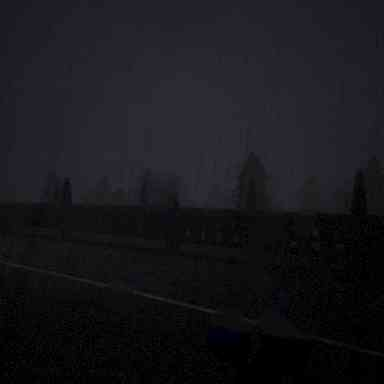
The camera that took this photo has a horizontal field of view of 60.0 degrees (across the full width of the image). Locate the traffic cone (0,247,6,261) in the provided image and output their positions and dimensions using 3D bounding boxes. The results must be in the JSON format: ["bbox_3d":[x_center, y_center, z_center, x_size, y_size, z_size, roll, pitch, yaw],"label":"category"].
[{"bbox_3d":[-6.252,1.931,10.753,0.340,0.580,0.340,0,0,36],"label":"traffic cone"}]
